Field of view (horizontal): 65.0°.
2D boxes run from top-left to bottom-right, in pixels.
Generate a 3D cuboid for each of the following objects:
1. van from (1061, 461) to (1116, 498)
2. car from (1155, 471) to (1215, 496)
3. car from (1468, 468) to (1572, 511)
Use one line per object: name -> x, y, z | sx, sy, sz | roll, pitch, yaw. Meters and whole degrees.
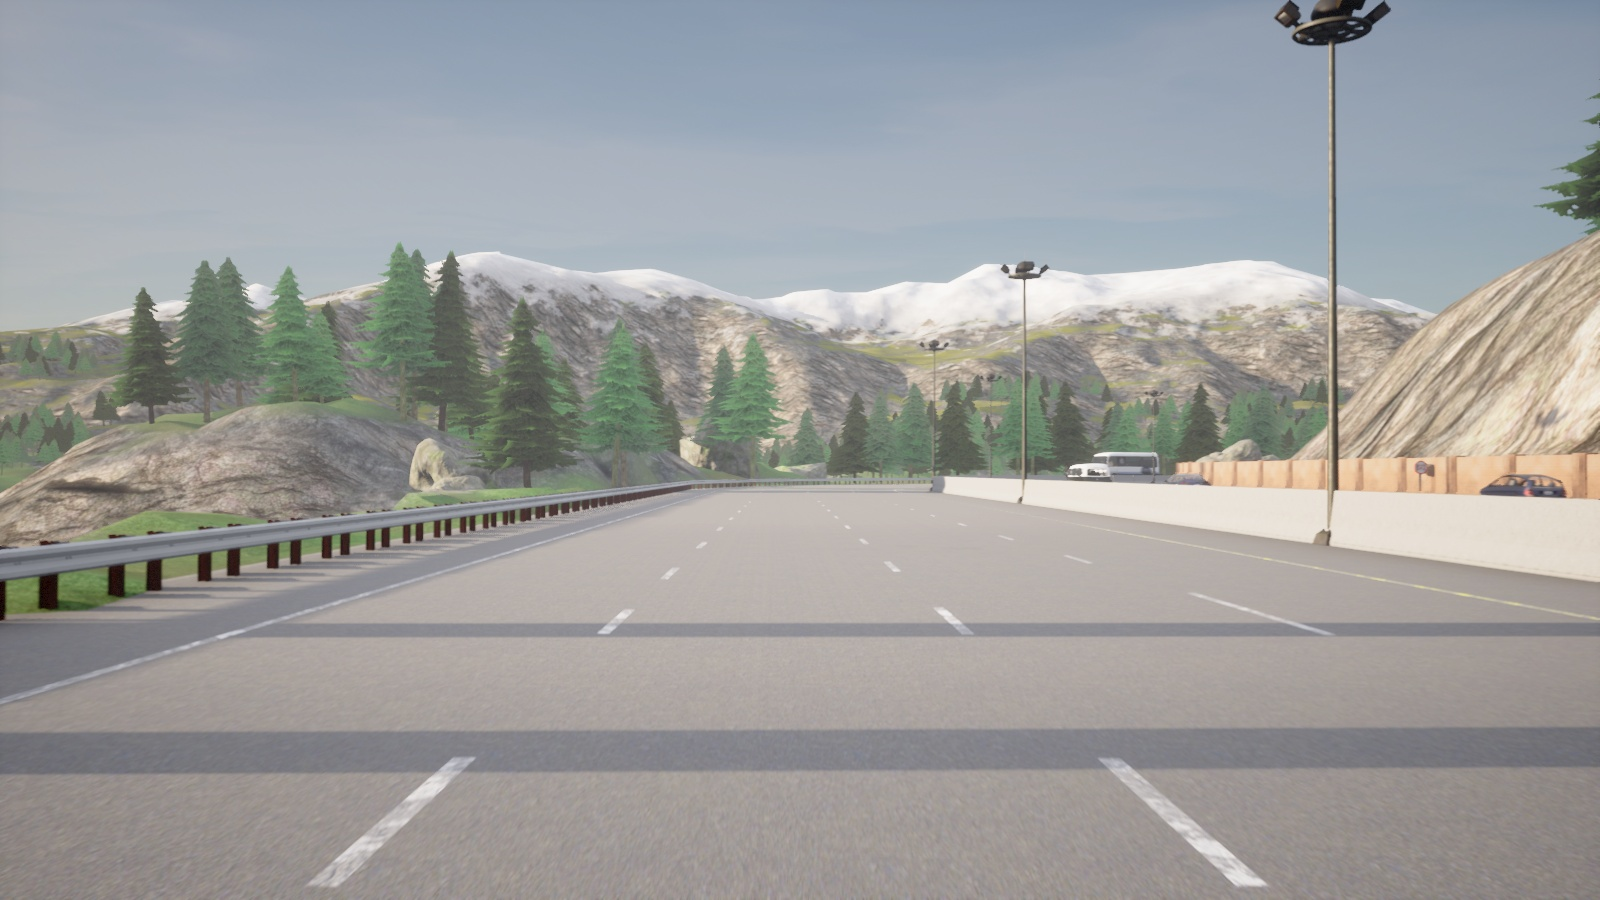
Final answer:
van -> 16.618, 1.684, 72.474 | 2.069, 2.038, 4.480 | 0, -1, -1
car -> 23.563, 2.009, 77.062 | 2.163, 1.488, 4.792 | 0, -1, -1
car -> 27.428, 1.485, 47.963 | 1.789, 1.549, 3.705 | 0, -1, -1
